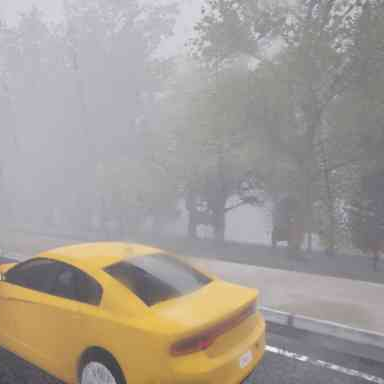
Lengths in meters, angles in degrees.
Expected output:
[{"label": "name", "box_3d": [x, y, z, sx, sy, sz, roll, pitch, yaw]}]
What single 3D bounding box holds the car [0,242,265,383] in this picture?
[{"label": "car", "box_3d": [-1.483, 1.466, 4.732, 5.008, 1.535, 1.882, 1, 0, 36]}]
